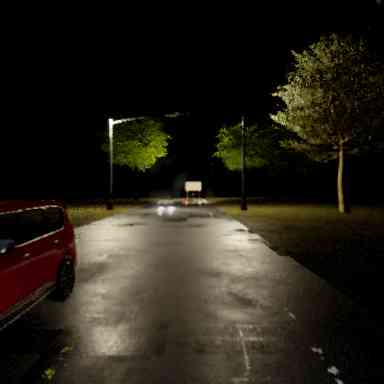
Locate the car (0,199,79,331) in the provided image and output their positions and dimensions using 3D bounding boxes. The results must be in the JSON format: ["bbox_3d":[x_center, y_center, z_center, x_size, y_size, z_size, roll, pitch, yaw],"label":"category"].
[{"bbox_3d":[-3.602,1.181,5.252,2.150,2.045,5.566,0,0,0],"label":"car"}]

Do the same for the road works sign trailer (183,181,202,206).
[{"bbox_3d":[0.198,0.225,48.445,2.380,3.560,2.880,0,0,2],"label":"road works sign trailer"}]

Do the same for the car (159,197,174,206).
[{"bbox_3d":[-3.602,1.363,47.549,1.895,1.301,4.718,0,0,0],"label":"car"}]
